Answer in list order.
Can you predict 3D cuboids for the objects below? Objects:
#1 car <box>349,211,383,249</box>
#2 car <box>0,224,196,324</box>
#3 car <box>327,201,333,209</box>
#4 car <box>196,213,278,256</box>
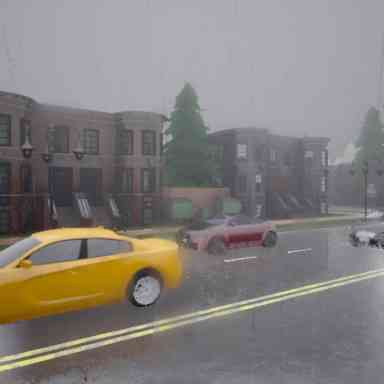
[{"bbox_3d":[8.366,1.492,13.483,4.902,1.511,2.128,0,0,-32],"label":"car"},{"bbox_3d":[-2.583,1.478,6.465,5.008,1.535,1.882,0,0,-33],"label":"car"},{"bbox_3d":[16.272,1.451,44.162,2.128,1.511,4.902,0,0,-31],"label":"car"},{"bbox_3d":[1.413,1.563,13.192,4.181,1.385,1.994,0,0,-33],"label":"car"}]
